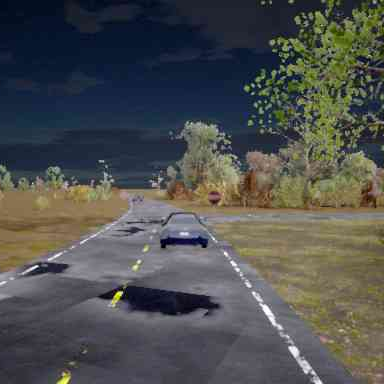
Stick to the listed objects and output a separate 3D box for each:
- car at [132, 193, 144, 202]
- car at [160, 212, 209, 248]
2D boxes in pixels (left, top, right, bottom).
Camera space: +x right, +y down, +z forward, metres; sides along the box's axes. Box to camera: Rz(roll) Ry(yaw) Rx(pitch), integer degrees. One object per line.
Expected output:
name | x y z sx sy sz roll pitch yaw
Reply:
car | -11.890 1.196 73.034 2.150 2.045 5.566 0 0 -11
car | -0.394 1.573 14.726 1.994 1.385 4.181 0 0 -3
